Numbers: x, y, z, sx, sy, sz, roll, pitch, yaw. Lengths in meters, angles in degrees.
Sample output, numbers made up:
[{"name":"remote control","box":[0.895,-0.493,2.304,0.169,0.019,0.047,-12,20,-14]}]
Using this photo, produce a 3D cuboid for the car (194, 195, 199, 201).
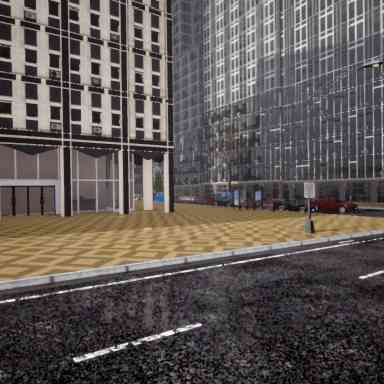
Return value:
[{"name":"car","box":[2.046,1.043,63.508,1.802,1.307,4.206,0,1,-34]}]

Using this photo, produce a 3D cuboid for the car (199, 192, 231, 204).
[{"name":"car","box":[3.602,1.011,50.885,2.097,1.767,4.553,-1,1,-35]}]

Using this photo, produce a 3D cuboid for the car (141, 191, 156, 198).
[{"name":"car","box":[-10.730,0.686,82.312,1.967,1.590,4.097,0,1,-34]}]

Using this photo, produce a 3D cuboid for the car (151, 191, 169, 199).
[{"name":"car","box":[-7.536,0.615,77.609,2.192,1.841,5.009,0,1,-34]}]

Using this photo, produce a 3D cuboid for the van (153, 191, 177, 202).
[{"name":"van","box":[-4.886,0.937,58.798,1.690,1.788,3.998,0,1,-34]}]

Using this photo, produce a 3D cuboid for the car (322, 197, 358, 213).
[{"name":"car","box":[14.656,1.315,34.629,1.882,1.535,5.008,-1,1,-34]}]

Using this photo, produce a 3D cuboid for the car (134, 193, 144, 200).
[{"name":"car","box":[-11.274,1.040,68.203,2.008,1.369,4.403,0,1,-34]}]

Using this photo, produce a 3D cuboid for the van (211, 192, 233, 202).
[{"name":"van","box":[5.240,0.855,58.804,1.690,1.788,3.998,0,1,-34]}]

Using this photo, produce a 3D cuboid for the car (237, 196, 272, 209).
[{"name":"car","box":[7.796,1.388,39.935,1.802,1.307,4.206,0,1,-34]}]

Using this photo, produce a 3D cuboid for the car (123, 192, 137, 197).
[{"name":"car","box":[-17.117,0.689,91.715,2.008,1.369,4.403,0,1,-34]}]

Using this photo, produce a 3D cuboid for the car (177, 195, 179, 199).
[{"name":"car","box":[-4.341,0.936,72.911,1.802,1.307,4.206,0,1,-34]}]

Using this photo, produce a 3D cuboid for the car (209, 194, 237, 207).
[{"name":"car","box":[4.651,1.319,44.668,1.947,1.339,4.313,0,1,-34]}]

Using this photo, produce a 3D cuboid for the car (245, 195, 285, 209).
[{"name":"car","box":[9.256,1.228,42.579,1.882,1.535,5.008,-1,1,-34]}]

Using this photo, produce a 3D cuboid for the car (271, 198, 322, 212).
[{"name":"car","box":[10.976,1.424,35.221,1.947,1.339,4.313,0,1,-34]}]
